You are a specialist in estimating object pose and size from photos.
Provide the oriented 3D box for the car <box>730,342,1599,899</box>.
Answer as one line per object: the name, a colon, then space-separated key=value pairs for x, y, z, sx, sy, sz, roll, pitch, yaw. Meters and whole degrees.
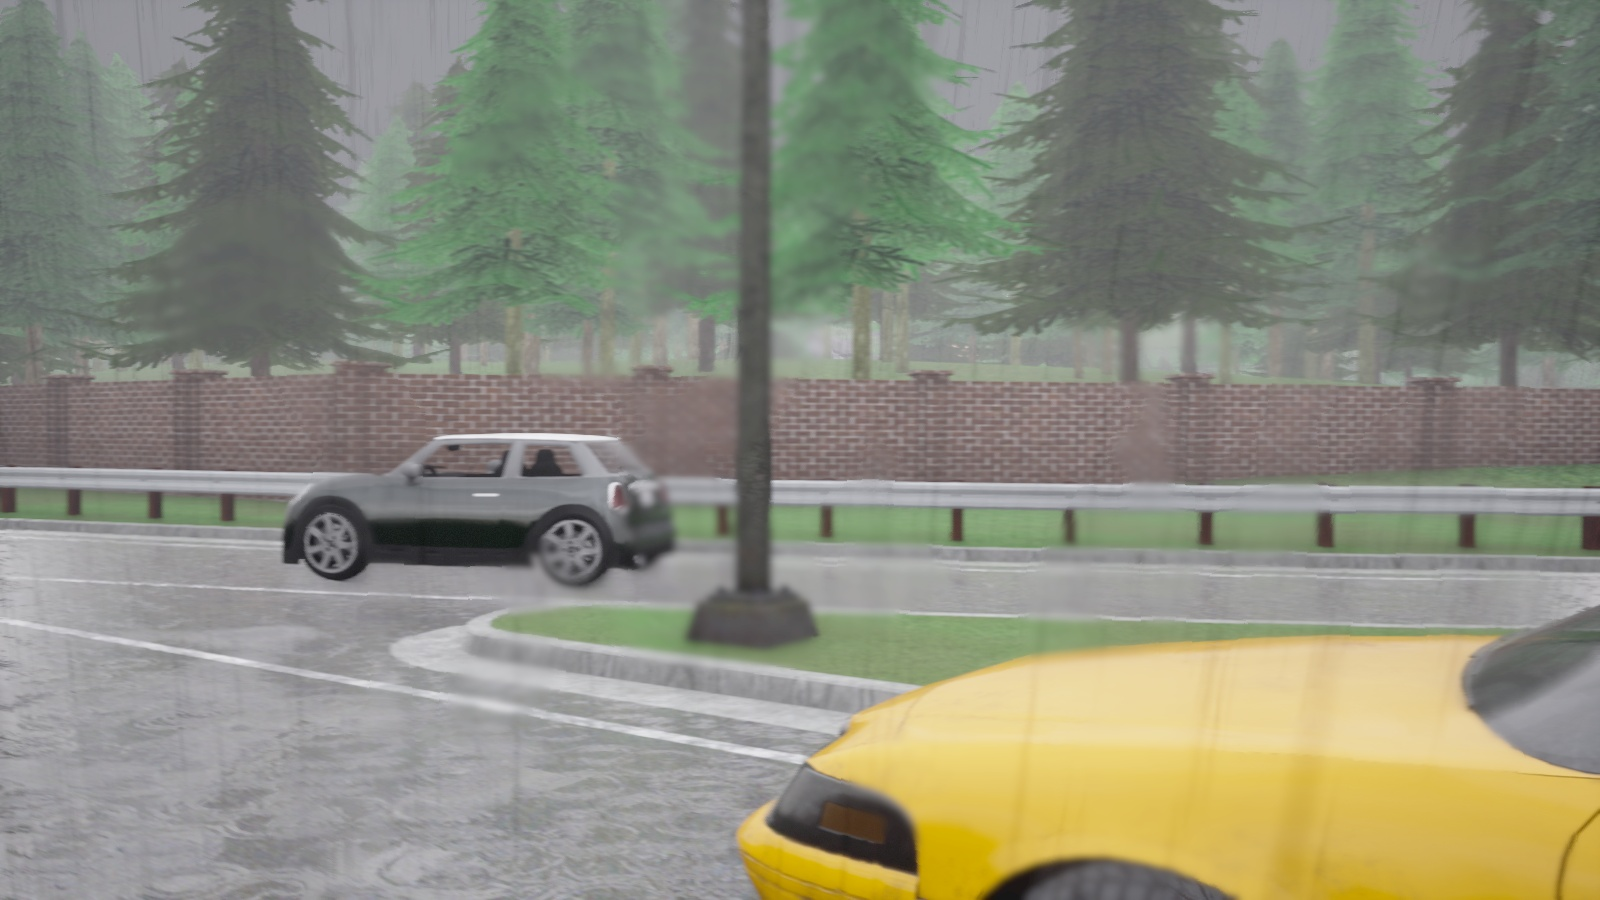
car: x=2.593 y=0.616 z=1.897 sx=5.366 sy=1.575 sz=1.801 roll=0 pitch=1 yaw=34

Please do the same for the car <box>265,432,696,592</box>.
car: x=-3.191 y=0.577 z=12.938 sx=3.806 sy=1.475 sz=1.970 roll=-1 pitch=1 yaw=12
